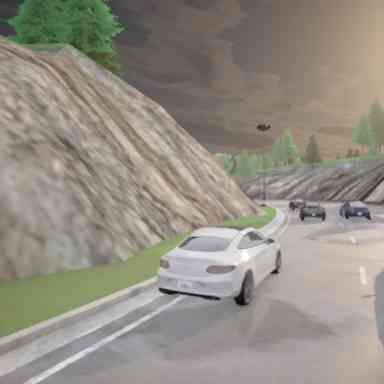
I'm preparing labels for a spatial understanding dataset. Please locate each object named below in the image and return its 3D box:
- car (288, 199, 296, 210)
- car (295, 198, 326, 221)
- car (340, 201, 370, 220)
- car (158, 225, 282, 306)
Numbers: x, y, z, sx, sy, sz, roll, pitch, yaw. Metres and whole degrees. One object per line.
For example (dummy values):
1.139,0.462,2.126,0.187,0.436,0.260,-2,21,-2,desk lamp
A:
13.396,1.535,41.912,1.812,1.442,4.674,0,0,10,car
9.947,1.497,27.568,2.128,1.511,4.902,0,0,17,car
13.825,1.525,28.325,1.812,1.442,4.674,0,0,16,car
0.907,1.531,8.132,1.812,1.442,4.674,0,0,27,car
